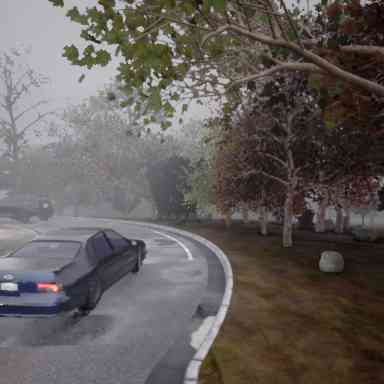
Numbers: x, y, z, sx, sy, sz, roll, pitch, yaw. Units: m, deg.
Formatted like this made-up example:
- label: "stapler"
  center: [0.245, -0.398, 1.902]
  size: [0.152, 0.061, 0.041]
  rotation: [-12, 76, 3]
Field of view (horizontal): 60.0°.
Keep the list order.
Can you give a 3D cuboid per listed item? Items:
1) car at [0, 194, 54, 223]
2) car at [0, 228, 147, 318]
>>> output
- label: "car"
  center: [-13.282, 1.216, 25.531]
  size: [5.566, 2.045, 2.150]
  rotation: [-1, -1, 22]
- label: "car"
  center: [-2.569, 1.547, 7.760]
  size: [2.033, 1.411, 5.357]
  rotation: [0, 0, 7]
